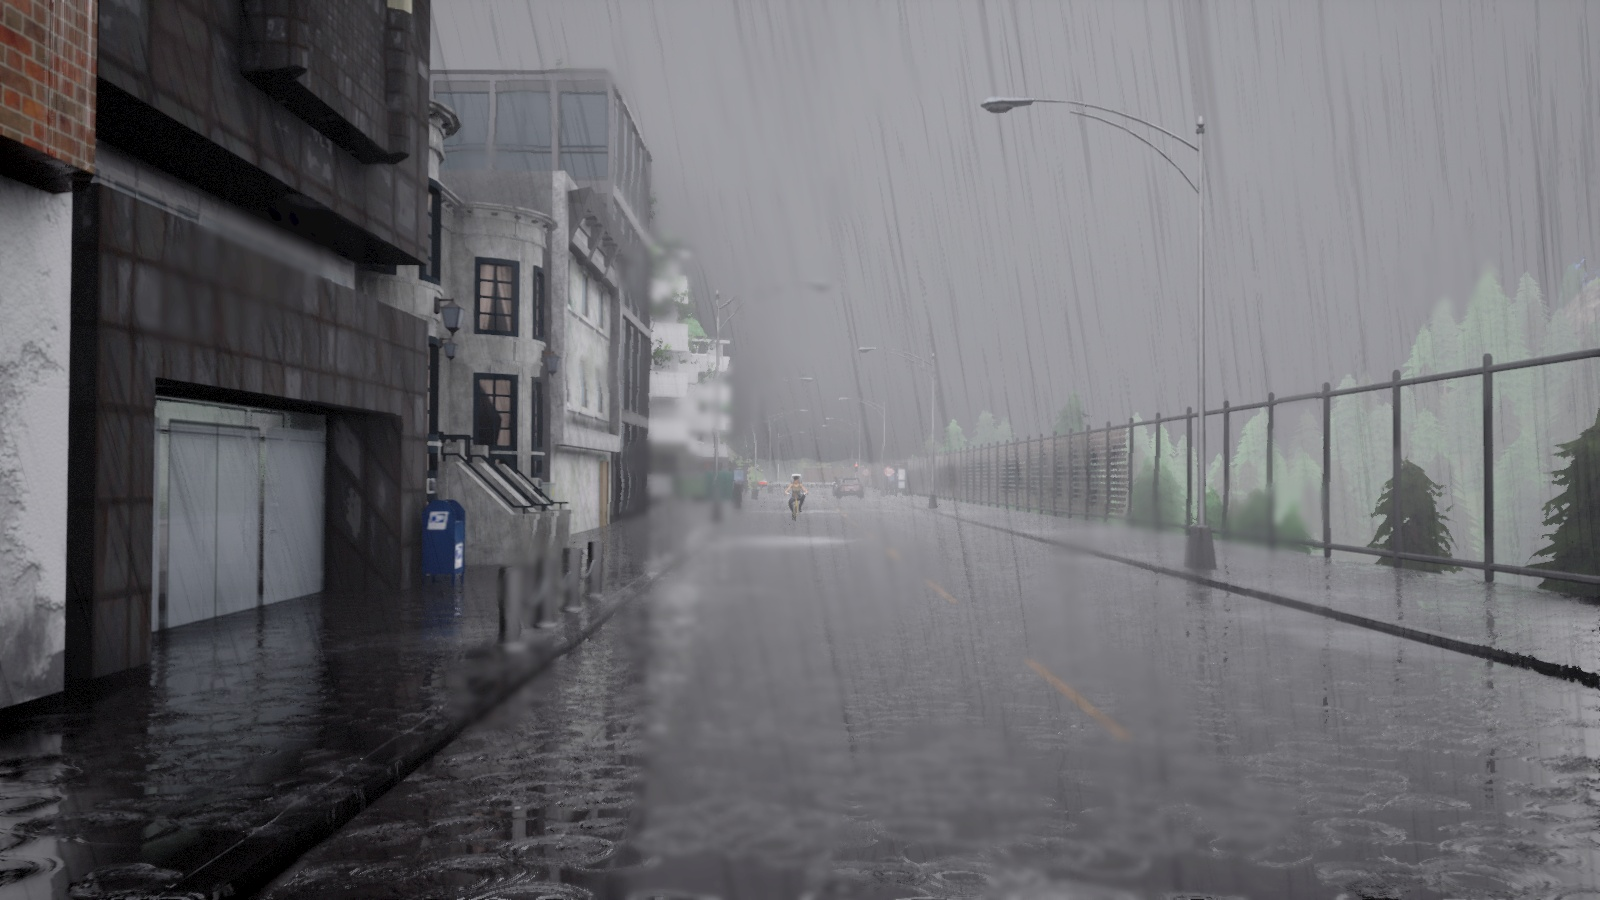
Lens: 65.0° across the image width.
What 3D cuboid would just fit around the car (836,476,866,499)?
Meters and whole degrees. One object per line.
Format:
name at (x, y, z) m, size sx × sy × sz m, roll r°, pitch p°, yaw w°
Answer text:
car at (3.751, 2.737, 92.659) m, size 2.033 × 1.649 × 4.856 m, roll 0°, pitch -1°, yaw 0°
